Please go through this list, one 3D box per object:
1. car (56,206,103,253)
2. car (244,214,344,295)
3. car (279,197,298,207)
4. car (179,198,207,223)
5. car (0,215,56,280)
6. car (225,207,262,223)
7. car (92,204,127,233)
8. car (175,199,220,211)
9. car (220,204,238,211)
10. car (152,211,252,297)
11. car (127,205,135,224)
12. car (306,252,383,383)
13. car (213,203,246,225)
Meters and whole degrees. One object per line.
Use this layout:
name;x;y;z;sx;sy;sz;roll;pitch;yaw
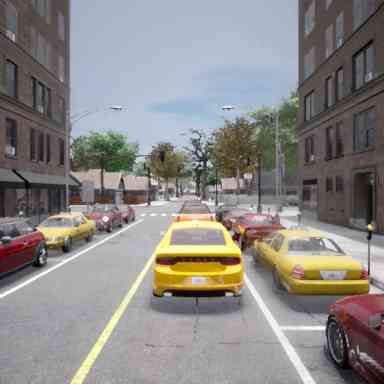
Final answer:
car;-5.346;1.530;13.767;1.752;1.417;4.829;0;0;0
car;2.663;1.528;8.566;1.752;1.417;4.829;0;0;0
car;14.984;1.416;47.885;4.902;1.511;2.128;-1;0;0
car;0.085;1.365;26.636;2.097;1.767;4.553;0;0;0
car;-5.363;1.442;8.418;1.967;1.590;4.097;0;0;0
car;2.680;1.550;13.914;1.887;1.381;4.507;0;0;0
car;-5.327;1.448;19.456;1.967;1.590;4.097;0;0;0
car;0.156;1.359;17.794;2.097;1.767;4.553;0;0;0
car;2.698;1.590;19.432;1.802;1.307;4.206;0;0;0
car;0.129;1.480;8.612;1.882;1.535;5.008;0;0;0
car;-5.310;1.593;24.975;1.802;1.307;4.206;0;0;0
car;2.644;1.582;2.877;1.802;1.307;4.206;0;0;0
car;2.716;1.577;24.950;1.947;1.339;4.313;0;0;0
